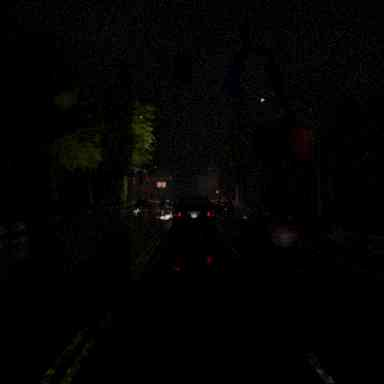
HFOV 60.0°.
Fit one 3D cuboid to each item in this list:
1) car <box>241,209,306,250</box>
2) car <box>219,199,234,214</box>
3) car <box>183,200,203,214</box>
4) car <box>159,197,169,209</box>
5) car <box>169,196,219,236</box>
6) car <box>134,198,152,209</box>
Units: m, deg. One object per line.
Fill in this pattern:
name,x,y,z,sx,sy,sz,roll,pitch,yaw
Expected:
car,3.350,1.483,14.428,1.882,1.535,5.008,0,0,0
car,3.348,1.487,35.333,2.128,1.511,4.902,0,0,0
car,0.098,1.559,35.875,1.994,1.385,4.181,0,0,0
car,-3.338,1.473,45.564,2.128,1.511,4.902,0,0,0
car,0.100,1.227,18.553,2.150,2.045,5.566,0,0,0
car,-6.590,1.530,45.424,2.033,1.411,5.357,0,0,0
